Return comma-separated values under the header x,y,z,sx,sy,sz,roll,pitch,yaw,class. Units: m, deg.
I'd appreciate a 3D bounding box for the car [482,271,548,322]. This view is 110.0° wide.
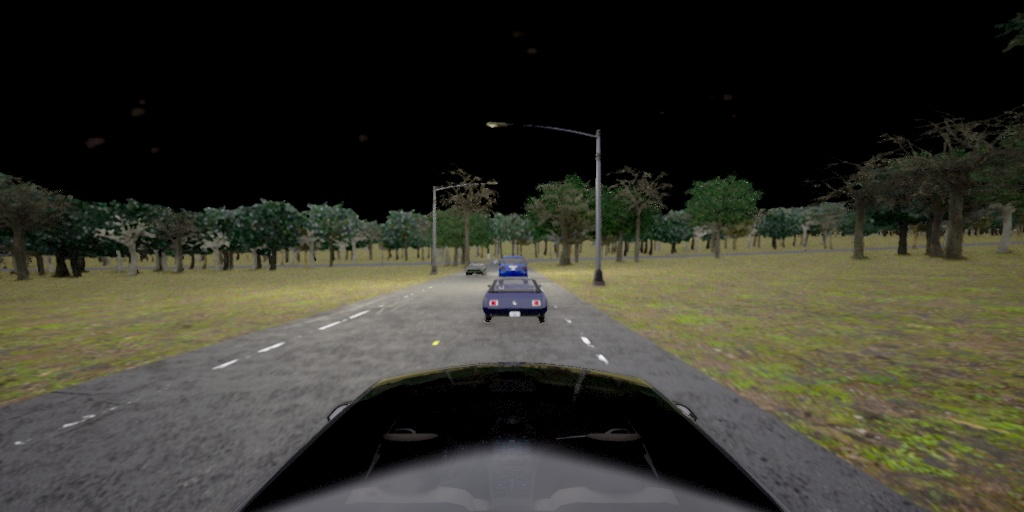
x,y,z,sx,sy,sz,roll,pitch,yaw,class
0.090,1.365,12.368,1.895,1.301,4.718,0,0,0,car

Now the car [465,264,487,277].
x,y,z,sx,sy,sz,roll,pitch,yaw,class
-3.604,1.424,36.551,1.895,1.301,4.718,0,0,0,car

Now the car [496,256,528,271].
x,y,z,sx,sy,sz,roll,pitch,yaw,class
0.089,1.023,28.243,2.150,2.045,5.566,0,0,0,car
